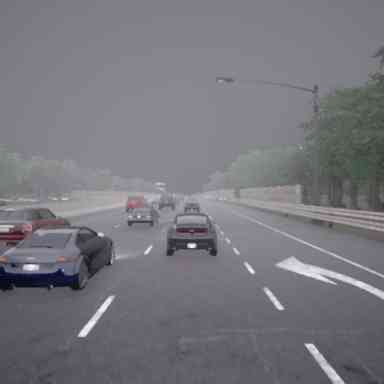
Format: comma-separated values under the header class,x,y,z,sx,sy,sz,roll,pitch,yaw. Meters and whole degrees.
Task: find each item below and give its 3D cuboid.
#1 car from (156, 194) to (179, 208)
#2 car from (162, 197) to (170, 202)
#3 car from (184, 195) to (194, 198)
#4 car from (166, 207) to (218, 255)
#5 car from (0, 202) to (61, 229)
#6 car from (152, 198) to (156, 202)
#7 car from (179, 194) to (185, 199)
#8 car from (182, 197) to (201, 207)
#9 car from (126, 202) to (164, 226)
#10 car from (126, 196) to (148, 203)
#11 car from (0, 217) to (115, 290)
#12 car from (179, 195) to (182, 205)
class,x,y,z,sx,sy,sz,roll,pitch,yaw
car,-3.505,1.498,48.004,2.150,2.045,5.566,0,0,0
car,-7.009,1.997,89.875,1.994,1.385,4.181,0,0,0
car,-0.007,1.842,67.737,2.128,1.511,4.902,0,0,0
car,-0.003,1.601,13.763,1.837,1.490,4.892,0,0,0
car,-7.001,1.452,14.599,2.097,1.767,4.553,0,0,0
car,-7.007,1.914,67.716,1.994,1.385,4.181,0,0,0
car,-3.509,1.679,91.929,2.150,2.045,5.566,0,0,0
car,-0.005,1.751,40.749,1.837,1.490,4.892,0,0,0
car,-3.502,1.708,24.550,2.033,1.411,5.357,0,0,0
car,-7.005,1.475,42.607,2.150,2.045,5.566,0,0,0
car,-3.501,1.628,9.251,1.994,1.385,4.181,0,0,0
car,-3.506,1.876,67.728,1.812,1.442,4.674,0,0,0
